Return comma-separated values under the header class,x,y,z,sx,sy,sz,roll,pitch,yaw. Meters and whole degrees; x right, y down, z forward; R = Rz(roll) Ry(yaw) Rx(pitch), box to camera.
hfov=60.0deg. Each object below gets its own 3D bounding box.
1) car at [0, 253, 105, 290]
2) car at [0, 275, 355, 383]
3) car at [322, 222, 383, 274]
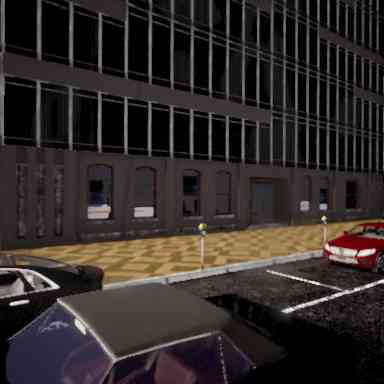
class,x,y,z,sx,sy,sz,roll,pitch,yaw
car,-3.256,1.548,4.239,4.403,1.369,2.008,1,0,-35
car,-0.774,1.607,2.704,4.718,1.301,1.895,1,0,-35
car,6.019,1.663,10.839,4.206,1.307,1.802,1,0,-35
